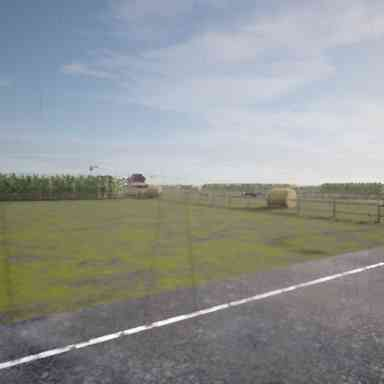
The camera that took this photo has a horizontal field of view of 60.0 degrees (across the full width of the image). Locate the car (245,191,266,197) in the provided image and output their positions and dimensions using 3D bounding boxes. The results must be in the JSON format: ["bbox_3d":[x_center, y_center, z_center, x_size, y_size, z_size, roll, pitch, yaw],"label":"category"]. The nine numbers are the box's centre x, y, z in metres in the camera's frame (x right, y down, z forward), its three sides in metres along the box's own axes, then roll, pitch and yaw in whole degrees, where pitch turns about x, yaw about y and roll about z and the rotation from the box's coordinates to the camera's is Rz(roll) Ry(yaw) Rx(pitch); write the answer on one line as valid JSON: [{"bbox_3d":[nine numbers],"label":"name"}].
[{"bbox_3d":[13.905,0.445,72.380,1.895,1.301,4.718,1,1,-35],"label":"car"}]
